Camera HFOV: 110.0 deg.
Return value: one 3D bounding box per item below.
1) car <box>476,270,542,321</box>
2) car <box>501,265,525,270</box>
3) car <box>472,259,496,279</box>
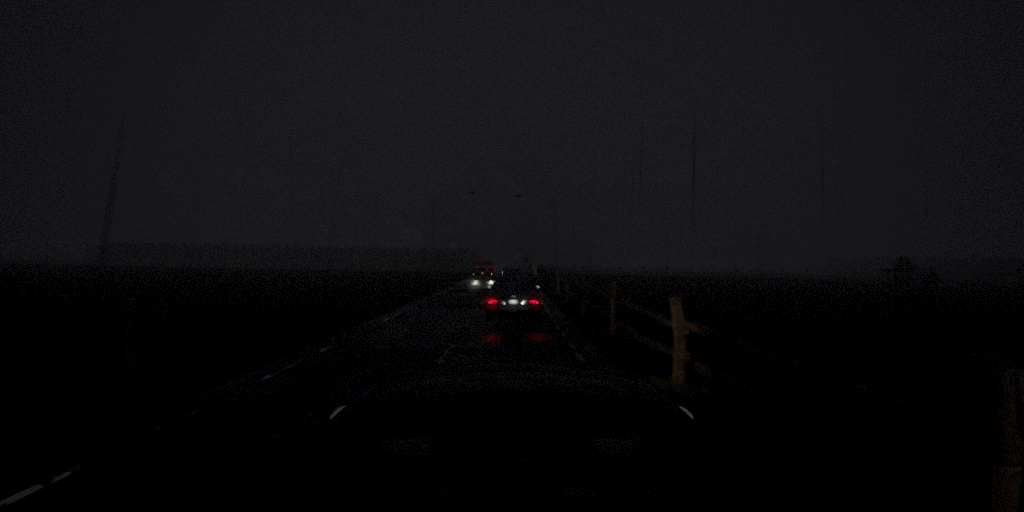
[{"bbox_3d":[0.059,1.406,12.918,2.033,1.411,5.357,0,-1,0],"label":"car"},{"bbox_3d":[0.070,1.530,31.482,2.128,1.511,4.902,0,-1,0],"label":"car"},{"bbox_3d":[-2.849,1.316,37.261,2.150,2.045,5.566,0,0,0],"label":"car"}]
